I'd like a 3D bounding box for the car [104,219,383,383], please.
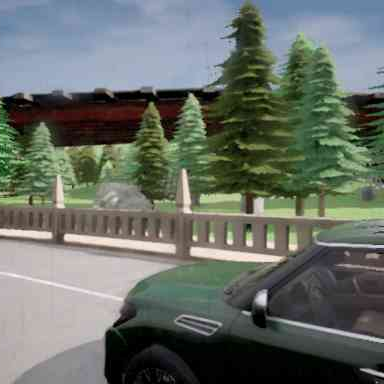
[{"bbox_3d":[1.765,1.210,2.595,5.566,2.045,2.150,0,0,35],"label":"car"}]
